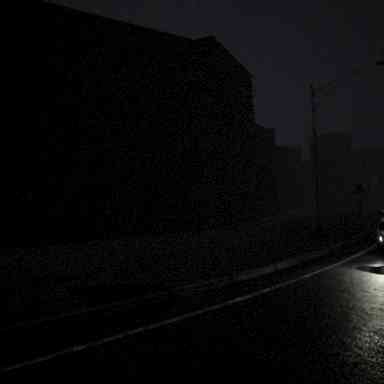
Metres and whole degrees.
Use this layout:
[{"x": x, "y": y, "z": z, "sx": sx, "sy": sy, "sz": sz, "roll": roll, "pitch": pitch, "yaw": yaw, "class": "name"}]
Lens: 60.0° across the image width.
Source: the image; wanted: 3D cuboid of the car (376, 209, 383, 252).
[{"x": 9.059, "y": 1.228, "z": 13.417, "sx": 2.150, "sy": 2.045, "sz": 5.566, "roll": -2, "pitch": -1, "yaw": 38, "class": "car"}]
